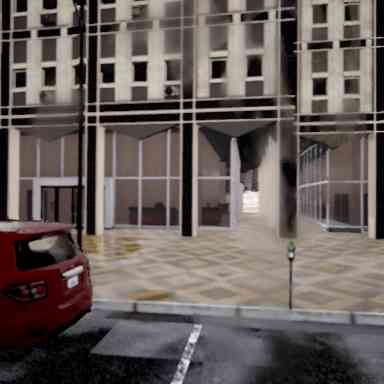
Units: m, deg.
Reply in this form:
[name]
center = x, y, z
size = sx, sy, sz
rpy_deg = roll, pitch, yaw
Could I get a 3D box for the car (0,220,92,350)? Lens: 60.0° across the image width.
[car]
center = -4.082, 1.391, 5.198
size = 5.009, 1.841, 2.192
rpy_deg = 0, 0, 9
